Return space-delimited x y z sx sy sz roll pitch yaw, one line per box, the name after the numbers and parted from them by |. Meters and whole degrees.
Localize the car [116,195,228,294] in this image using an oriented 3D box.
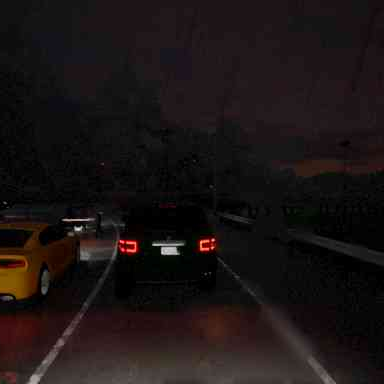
-0.759 1.221 9.034 2.150 2.045 5.566 0 0 -7 | car

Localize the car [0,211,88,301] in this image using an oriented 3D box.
-4.166 1.478 8.305 1.882 1.535 5.008 0 0 -6 | car

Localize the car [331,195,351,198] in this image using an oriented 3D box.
33.537 1.540 72.511 5.357 1.411 2.033 0 0 -30 | car

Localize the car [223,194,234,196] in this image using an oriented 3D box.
7.628 1.564 61.958 4.181 1.385 1.994 0 0 -20 | car

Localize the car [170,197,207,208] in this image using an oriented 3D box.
-0.490 1.492 47.599 4.902 1.511 2.128 0 0 -20 | car

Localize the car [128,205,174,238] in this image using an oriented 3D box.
-2.512 1.547 19.073 2.033 1.411 5.357 0 0 -13 | car

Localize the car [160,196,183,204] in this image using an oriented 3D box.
-4.006 1.564 65.143 4.181 1.385 1.994 0 0 -20 | car

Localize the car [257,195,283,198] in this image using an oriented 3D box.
15.877 1.477 64.936 5.008 1.535 1.882 0 0 -20 | car

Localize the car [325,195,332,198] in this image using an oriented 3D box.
31.946 1.595 79.762 4.718 1.301 1.895 0 0 -30 | car

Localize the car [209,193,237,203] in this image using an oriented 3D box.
6.748 1.225 72.723 5.566 2.045 2.150 0 0 -20 | car

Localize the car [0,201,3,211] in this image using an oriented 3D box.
-19.815 1.511 29.334 4.892 1.490 1.837 0 0 -20 | car

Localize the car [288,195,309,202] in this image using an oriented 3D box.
25.621 1.478 80.156 5.008 1.535 1.882 0 0 -27 | car

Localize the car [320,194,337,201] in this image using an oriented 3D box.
35.514 1.396 86.609 5.008 1.535 1.882 0 0 -38 | car

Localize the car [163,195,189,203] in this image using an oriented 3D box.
-3.306 1.477 69.043 5.008 1.535 1.882 0 0 -20 | car

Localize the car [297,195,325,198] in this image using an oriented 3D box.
24.270 1.552 68.017 4.181 1.385 1.994 0 0 -20 | car

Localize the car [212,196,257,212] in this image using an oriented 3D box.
4.517 1.492 38.252 4.902 1.511 2.128 0 0 -20 | car

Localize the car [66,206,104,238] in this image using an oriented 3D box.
-5.773 1.491 17.548 2.128 1.511 4.902 0 0 -14 | car

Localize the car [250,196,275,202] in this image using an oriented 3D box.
16.158 1.540 76.175 5.357 1.411 2.033 0 0 -20 | car

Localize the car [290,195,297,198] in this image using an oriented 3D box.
22.896 1.595 74.997 4.718 1.301 1.895 0 0 -23 | car

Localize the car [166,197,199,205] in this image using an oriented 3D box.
-1.685 1.547 58.556 5.357 1.411 2.033 0 0 -20 | car

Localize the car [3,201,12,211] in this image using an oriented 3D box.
-23.753 1.354 39.074 4.553 1.767 2.097 0 0 -20 | car

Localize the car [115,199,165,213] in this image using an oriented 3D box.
-5.940 1.550 38.147 5.357 1.411 2.033 0 0 -20 | car

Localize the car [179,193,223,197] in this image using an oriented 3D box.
0.771 1.223 44.334 5.566 2.045 2.150 0 0 -20 | car
